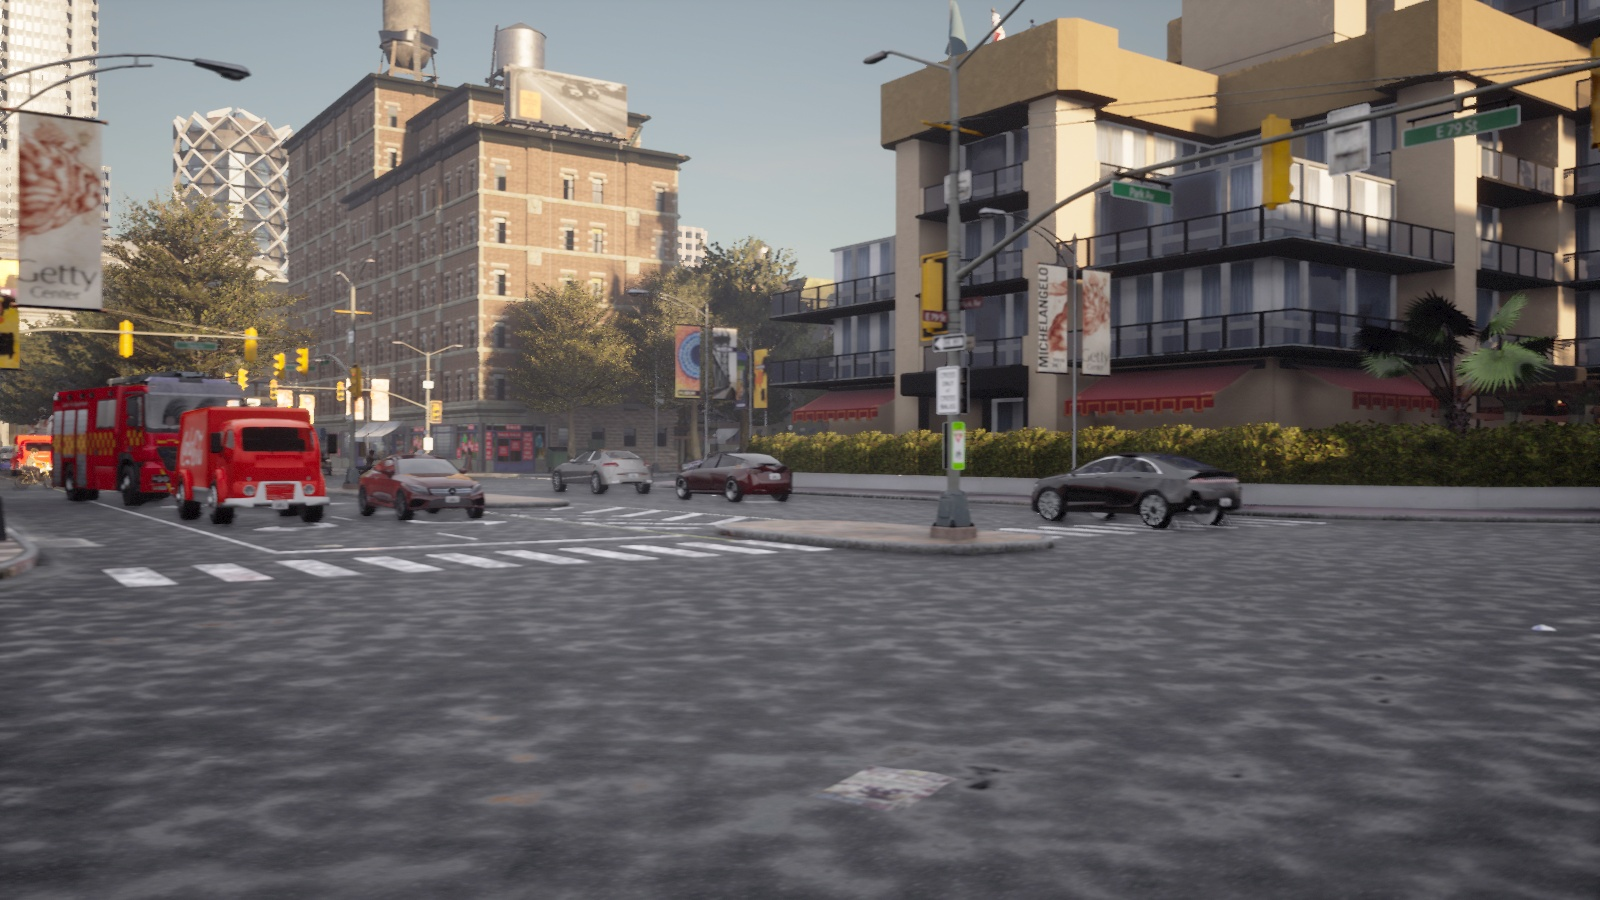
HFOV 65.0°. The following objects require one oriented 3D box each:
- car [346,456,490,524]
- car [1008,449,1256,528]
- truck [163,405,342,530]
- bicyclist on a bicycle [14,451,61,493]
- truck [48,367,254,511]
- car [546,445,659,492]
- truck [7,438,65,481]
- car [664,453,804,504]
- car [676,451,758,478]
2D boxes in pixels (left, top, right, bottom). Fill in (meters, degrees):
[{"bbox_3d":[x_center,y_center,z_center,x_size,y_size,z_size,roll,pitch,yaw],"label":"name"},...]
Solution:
[{"bbox_3d":[-8.983,0.861,29.272,1.812,1.442,4.674,0,0,-35],"label":"car"},{"bbox_3d":[6.924,0.752,26.714,2.128,1.511,4.902,0,0,-34],"label":"car"},{"bbox_3d":[-12.199,0.352,27.756,2.627,2.467,5.204,0,0,-35],"label":"truck"},{"bbox_3d":[-29.951,0.866,49.312,1.509,1.612,0.866,0,0,-36],"label":"bicyclist on a bicycle"},{"bbox_3d":[-19.489,-0.287,37.432,8.468,3.827,2.891,0,0,44],"label":"truck"},{"bbox_3d":[-7.461,0.654,46.955,2.152,1.651,5.027,0,0,-35],"label":"car"},{"bbox_3d":[-45.771,0.539,75.177,2.627,2.467,5.204,0,0,-35],"label":"truck"},{"bbox_3d":[-2.158,0.846,39.530,2.163,1.488,4.792,0,0,-35],"label":"car"},{"bbox_3d":[-5.259,0.882,79.945,4.856,1.649,2.033,0,0,-36],"label":"car"}]
